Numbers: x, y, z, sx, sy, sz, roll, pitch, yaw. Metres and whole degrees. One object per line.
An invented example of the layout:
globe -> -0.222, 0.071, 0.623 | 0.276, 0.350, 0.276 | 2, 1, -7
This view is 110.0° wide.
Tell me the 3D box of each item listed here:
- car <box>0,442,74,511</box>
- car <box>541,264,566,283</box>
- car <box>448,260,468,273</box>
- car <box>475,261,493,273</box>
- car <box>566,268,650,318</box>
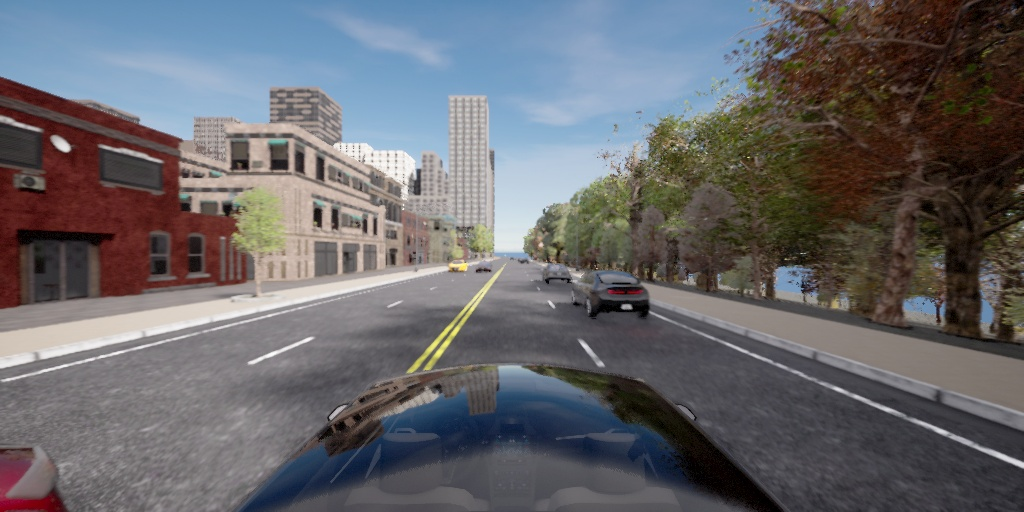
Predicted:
car -> -3.341, 1.314, 0.154 | 1.994, 1.385, 4.181 | 0, 0, 0
car -> 3.318, 1.296, 27.544 | 2.033, 1.411, 5.357 | 0, 0, 0
car -> -6.550, 1.224, 43.870 | 1.882, 1.535, 5.008 | 0, 0, 0
car -> -3.301, 1.294, 43.580 | 2.033, 1.411, 5.357 | 0, 0, 1
car -> 3.354, 1.255, 12.925 | 1.837, 1.490, 4.892 | 0, 0, 0
